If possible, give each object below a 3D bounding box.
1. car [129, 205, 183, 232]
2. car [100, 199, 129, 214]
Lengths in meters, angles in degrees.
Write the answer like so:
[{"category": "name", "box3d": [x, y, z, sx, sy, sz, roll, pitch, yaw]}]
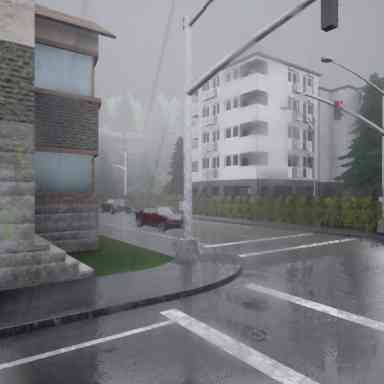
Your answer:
[{"category": "car", "box3d": [-1.982, 1.654, 21.776, 1.882, 1.535, 5.008, 0, 0, -36]}, {"category": "car", "box3d": [-8.748, 1.528, 37.622, 2.097, 1.767, 4.553, 0, 0, -35]}]
